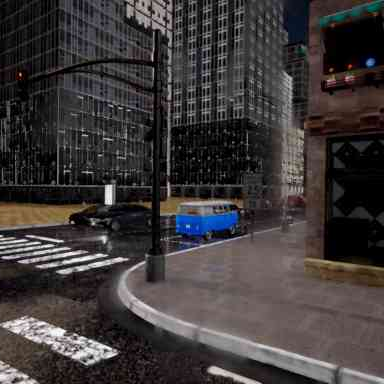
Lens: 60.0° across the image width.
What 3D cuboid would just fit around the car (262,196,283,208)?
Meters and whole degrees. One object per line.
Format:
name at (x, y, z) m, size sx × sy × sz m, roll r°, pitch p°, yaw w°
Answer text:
car at (10.135, 1.293, 44.380) m, size 1.967 × 1.590 × 4.097 m, roll 1°, pitch 1°, yaw 36°

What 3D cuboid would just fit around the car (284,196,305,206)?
car at (16.464, 1.364, 53.250) m, size 1.752 × 1.417 × 4.829 m, roll 1°, pitch 1°, yaw 36°

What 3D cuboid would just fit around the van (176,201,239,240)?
van at (0.891, 1.368, 16.993) m, size 1.690 × 1.788 × 3.998 m, roll 1°, pitch 1°, yaw 36°

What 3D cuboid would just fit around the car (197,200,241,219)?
car at (2.458, 1.483, 29.170) m, size 1.994 × 1.385 × 4.181 m, roll 1°, pitch 1°, yaw 35°

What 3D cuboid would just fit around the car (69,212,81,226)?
car at (-5.933, 1.467, 21.864) m, size 1.947 × 1.339 × 4.313 m, roll 1°, pitch 1°, yaw 36°

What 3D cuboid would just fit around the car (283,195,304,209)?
car at (13.138, 1.242, 44.043) m, size 2.097 × 1.767 × 4.553 m, roll 1°, pitch 1°, yaw 36°

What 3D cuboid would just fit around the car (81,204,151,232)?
car at (-3.995, 1.466, 20.115) m, size 1.812 × 1.442 × 4.674 m, roll 1°, pitch 1°, yaw 37°
